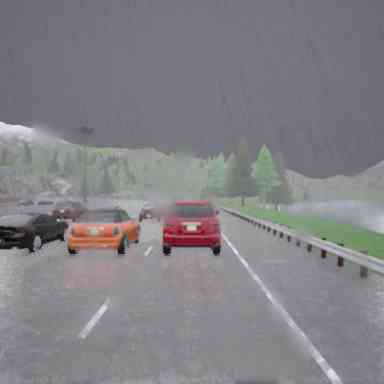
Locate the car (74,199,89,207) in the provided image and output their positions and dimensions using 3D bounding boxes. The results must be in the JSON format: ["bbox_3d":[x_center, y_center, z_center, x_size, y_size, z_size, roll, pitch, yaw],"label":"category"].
[{"bbox_3d":[-22.220,2.109,67.169,1.882,1.535,5.008,0,-1,-6],"label":"car"}]

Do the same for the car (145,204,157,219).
[{"bbox_3d":[-3.513,1.804,29.362,1.812,1.442,4.674,0,0,0],"label":"car"}]

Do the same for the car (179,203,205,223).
[{"bbox_3d":[-0.014,1.770,29.293,2.128,1.511,4.902,0,0,0],"label":"car"}]

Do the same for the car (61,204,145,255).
[{"bbox_3d":[-3.506,1.484,14.077,2.097,1.767,4.553,0,-1,0],"label":"car"}]

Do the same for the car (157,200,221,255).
[{"bbox_3d":[-0.009,1.350,14.014,2.150,2.045,5.566,0,0,0],"label":"car"}]

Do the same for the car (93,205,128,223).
[{"bbox_3d":[-7.018,1.876,29.097,1.895,1.301,4.718,0,-1,0],"label":"car"}]

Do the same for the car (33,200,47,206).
[{"bbox_3d":[-29.113,2.214,65.859,1.895,1.301,4.718,0,-1,-6],"label":"car"}]

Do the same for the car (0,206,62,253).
[{"bbox_3d":[-7.002,1.615,14.468,1.882,1.535,5.008,0,0,0],"label":"car"}]

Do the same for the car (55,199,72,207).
[{"bbox_3d":[-25.663,2.128,66.530,1.837,1.490,4.892,0,-1,-6],"label":"car"}]

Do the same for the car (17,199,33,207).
[{"bbox_3d":[-32.561,2.115,65.251,1.837,1.490,4.892,0,-1,-6],"label":"car"}]

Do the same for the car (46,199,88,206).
[{"bbox_3d":[-10.516,1.625,29.073,2.097,1.767,4.553,0,-1,0],"label":"car"}]
